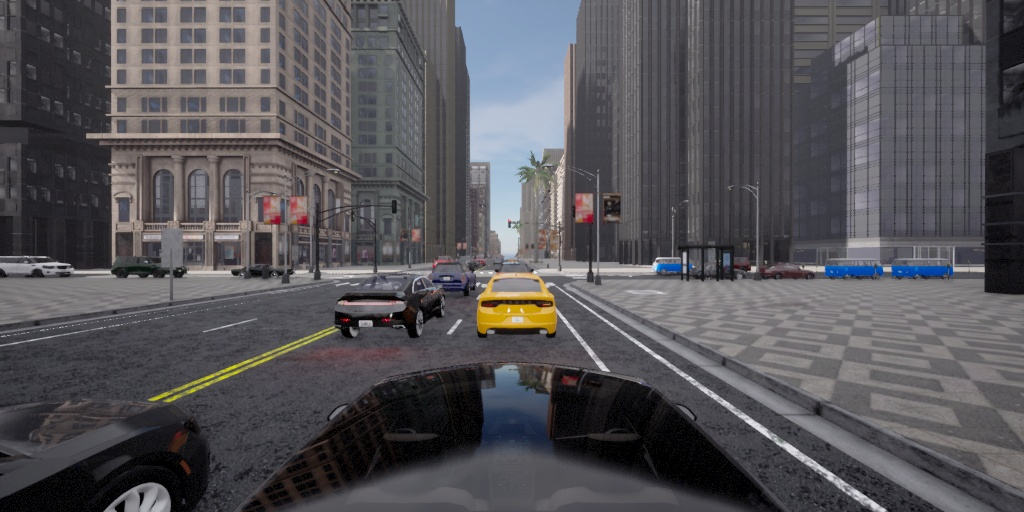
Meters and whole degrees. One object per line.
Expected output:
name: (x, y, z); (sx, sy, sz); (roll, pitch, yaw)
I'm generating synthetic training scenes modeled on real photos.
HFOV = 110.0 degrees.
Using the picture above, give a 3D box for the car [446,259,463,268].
car: (-9.737, 1.252, 61.169); (2.128, 1.511, 4.902); (0, 0, 1)

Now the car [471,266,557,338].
car: (0.110, 1.229, 10.239); (1.882, 1.535, 5.008); (0, 0, 0)

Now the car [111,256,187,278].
car: (-33.018, 1.011, 32.680); (5.566, 2.045, 2.150); (0, 0, 0)

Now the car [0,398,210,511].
car: (-3.151, 1.255, 0.633); (1.837, 1.490, 4.892); (0, 0, 0)

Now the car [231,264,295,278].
car: (-22.545, 1.379, 32.611); (4.718, 1.301, 1.895); (0, 0, 0)

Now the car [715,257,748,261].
car: (22.795, 1.039, 38.376); (5.009, 1.841, 2.192); (0, 0, 0)

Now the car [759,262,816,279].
car: (22.788, 1.330, 29.851); (4.207, 1.307, 1.802); (0, 0, 0)

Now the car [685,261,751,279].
car: (17.110, 1.302, 29.858); (4.403, 1.370, 2.007); (0, 0, 0)

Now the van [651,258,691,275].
van: (17.118, 1.069, 38.383); (3.998, 1.789, 1.690); (0, 0, 0)

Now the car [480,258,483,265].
car: (-6.498, 1.361, 60.314); (1.895, 1.301, 4.718); (0, 0, 0)

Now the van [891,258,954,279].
van: (34.143, 1.083, 29.839); (3.998, 1.789, 1.690); (0, 0, 0)

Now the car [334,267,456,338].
car: (-3.139, 1.242, 10.149); (2.128, 1.511, 4.902); (0, 0, 0)

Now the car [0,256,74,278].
car: (-43.724, 1.024, 32.752); (5.566, 2.045, 2.150); (0, 0, 0)

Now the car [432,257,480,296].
car: (-3.125, 1.104, 19.289); (2.097, 1.767, 4.553); (0, 0, 0)

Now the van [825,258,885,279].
van: (28.466, 1.085, 29.845); (3.998, 1.789, 1.690); (0, 0, 0)

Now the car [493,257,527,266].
car: (0.125, 1.104, 19.313); (2.097, 1.767, 4.553); (0, 0, 0)
